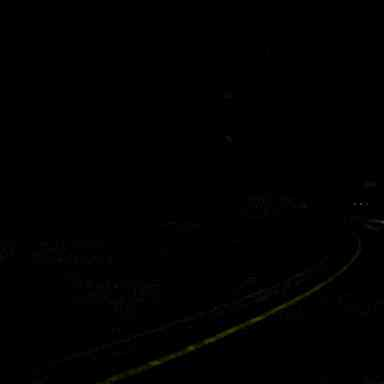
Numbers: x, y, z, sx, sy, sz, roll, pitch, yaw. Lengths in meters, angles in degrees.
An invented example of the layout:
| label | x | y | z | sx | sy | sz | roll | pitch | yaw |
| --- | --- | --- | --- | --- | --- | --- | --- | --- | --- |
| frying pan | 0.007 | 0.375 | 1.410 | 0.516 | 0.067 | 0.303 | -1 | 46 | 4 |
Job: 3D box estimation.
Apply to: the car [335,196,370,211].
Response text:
| label | x | y | z | sx | sy | sz | roll | pitch | yaw |
| --- | --- | --- | --- | --- | --- | --- | --- | --- | --- |
| car | 16.159 | 1.142 | 34.350 | 2.033 | 1.411 | 5.357 | 0 | 1 | -1 |
